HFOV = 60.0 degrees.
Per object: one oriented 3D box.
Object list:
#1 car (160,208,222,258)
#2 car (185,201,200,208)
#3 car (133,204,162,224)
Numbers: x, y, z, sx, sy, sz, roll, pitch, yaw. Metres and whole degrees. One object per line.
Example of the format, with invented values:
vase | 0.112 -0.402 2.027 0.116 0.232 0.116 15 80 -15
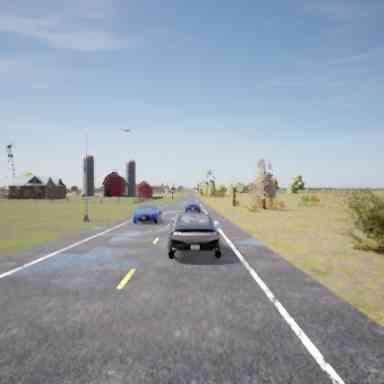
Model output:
car | 0.102 1.597 13.216 2.128 1.511 4.902 0 0 0
car | 0.106 1.847 42.428 1.812 1.442 4.674 0 0 0
car | -3.512 1.686 26.881 1.882 1.535 5.008 0 -1 0
